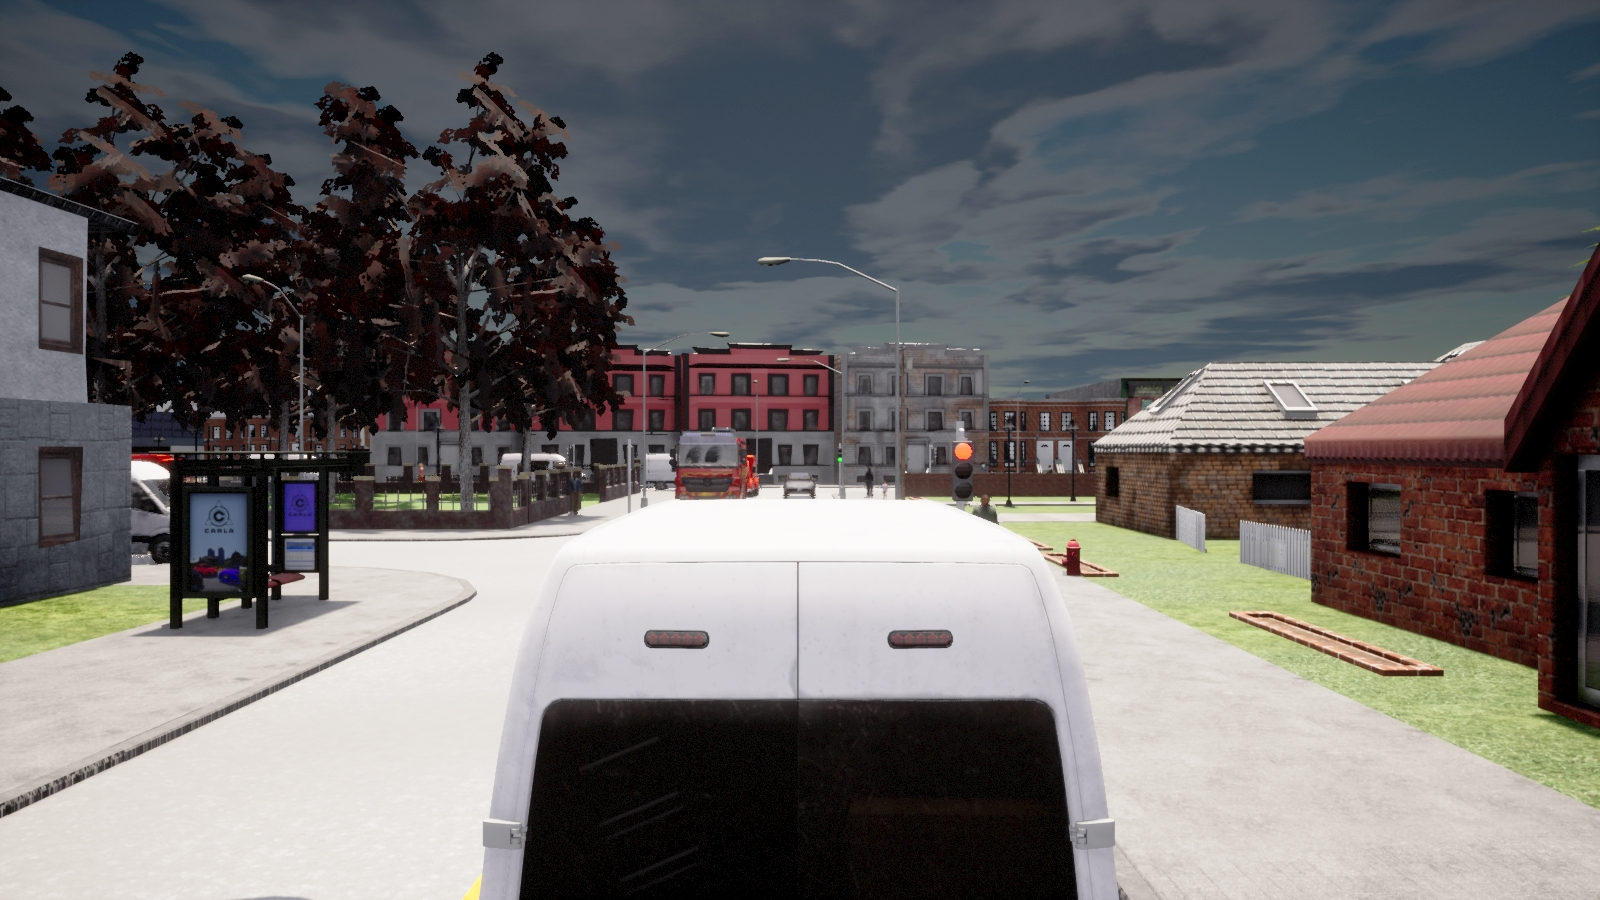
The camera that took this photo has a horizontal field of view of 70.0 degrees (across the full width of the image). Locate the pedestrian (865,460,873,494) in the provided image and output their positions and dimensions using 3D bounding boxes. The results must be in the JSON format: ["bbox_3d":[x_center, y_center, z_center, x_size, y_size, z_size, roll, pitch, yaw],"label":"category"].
[{"bbox_3d":[3.876,1.516,63.763,0.375,1.860,0.375,0,0,-9],"label":"pedestrian"}]

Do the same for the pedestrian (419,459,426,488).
[{"bbox_3d":[-24.235,1.523,73.355,0.375,1.860,0.375,0,0,0],"label":"pedestrian"}]

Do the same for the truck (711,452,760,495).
[{"bbox_3d":[-3.804,1.347,68.390,2.627,2.467,5.204,0,0,1],"label":"truck"}]

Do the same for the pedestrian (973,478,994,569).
[{"bbox_3d":[3.820,1.523,23.736,0.375,1.860,0.375,0,0,0],"label":"pedestrian"}]

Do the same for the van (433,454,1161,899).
[{"bbox_3d":[-0.009,1.315,6.082,1.988,2.561,5.915,0,0,0],"label":"van"}]

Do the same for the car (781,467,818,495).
[{"bbox_3d":[-0.033,1.827,67.793,2.128,1.511,4.902,0,0,0],"label":"car"}]

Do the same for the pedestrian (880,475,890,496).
[{"bbox_3d":[4.506,1.898,60.668,0.500,1.100,0.500,0,0,-2],"label":"pedestrian"}]

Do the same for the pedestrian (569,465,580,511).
[{"bbox_3d":[-9.091,1.526,46.047,0.375,1.860,0.375,0,0,0],"label":"pedestrian"}]

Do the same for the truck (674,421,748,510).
[{"bbox_3d":[-4.049,0.670,53.739,2.891,3.827,8.468,0,0,0],"label":"truck"}]
